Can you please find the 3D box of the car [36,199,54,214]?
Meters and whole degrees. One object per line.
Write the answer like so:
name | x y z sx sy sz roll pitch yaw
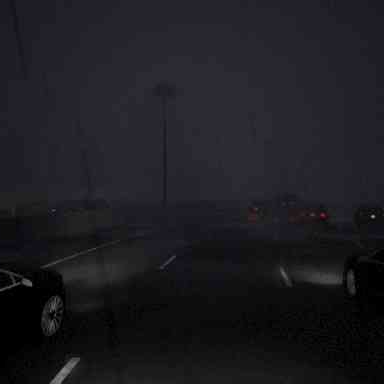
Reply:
car | -11.329 1.505 30.247 1.837 1.490 4.892 0 0 23

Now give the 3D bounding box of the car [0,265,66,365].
car | -3.106 1.491 3.676 2.128 1.511 4.902 0 0 3

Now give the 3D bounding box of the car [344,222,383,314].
car | 4.048 1.504 5.300 1.837 1.490 4.892 0 0 5

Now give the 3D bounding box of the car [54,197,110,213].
car | -8.675 1.351 27.404 2.097 1.767 4.553 0 0 21

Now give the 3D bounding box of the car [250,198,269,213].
car | 7.966 1.503 37.427 1.837 1.490 4.892 0 0 28

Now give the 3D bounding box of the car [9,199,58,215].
car | -16.737 1.525 35.371 1.812 1.442 4.674 0 0 23

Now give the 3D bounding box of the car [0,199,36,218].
car | -15.080 1.477 30.219 1.882 1.535 5.008 0 0 21

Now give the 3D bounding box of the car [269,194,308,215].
car | 9.813 1.221 33.497 2.150 2.045 5.566 0 0 28

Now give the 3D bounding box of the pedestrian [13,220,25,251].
pedestrian | -6.556 1.574 12.577 0.375 1.300 0.375 0 0 11

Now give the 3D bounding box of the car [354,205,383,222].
car | 12.512 1.563 23.299 1.994 1.385 4.181 0 0 24

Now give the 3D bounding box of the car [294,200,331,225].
car | 8.878 1.547 23.948 2.033 1.411 5.357 0 0 24
